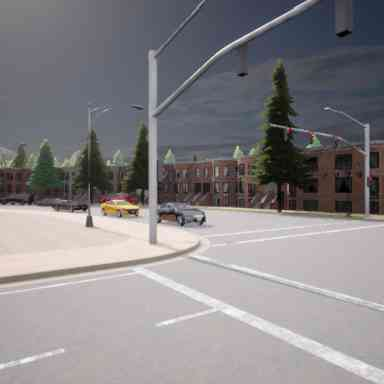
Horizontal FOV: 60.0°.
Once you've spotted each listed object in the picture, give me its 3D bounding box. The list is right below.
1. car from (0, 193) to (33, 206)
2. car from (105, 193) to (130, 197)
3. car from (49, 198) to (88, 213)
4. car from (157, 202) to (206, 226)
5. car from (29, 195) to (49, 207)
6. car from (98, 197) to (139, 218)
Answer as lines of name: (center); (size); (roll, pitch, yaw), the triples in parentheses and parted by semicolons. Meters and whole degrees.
car: (-29.313, 1.221, 56.044); (5.566, 2.045, 2.150); (0, 0, 10)
car: (-11.427, 1.221, 49.241); (5.566, 2.045, 2.150); (0, 0, 32)
car: (-13.904, 1.601, 37.963); (4.718, 1.301, 1.895); (0, 0, 37)
car: (-0.978, 1.491, 23.340); (2.128, 1.511, 4.902); (0, 0, -36)
car: (-21.377, 1.547, 50.311); (5.357, 1.411, 2.033); (0, 0, 20)
car: (-6.732, 1.477, 30.902); (1.882, 1.535, 5.008); (0, 0, -40)
